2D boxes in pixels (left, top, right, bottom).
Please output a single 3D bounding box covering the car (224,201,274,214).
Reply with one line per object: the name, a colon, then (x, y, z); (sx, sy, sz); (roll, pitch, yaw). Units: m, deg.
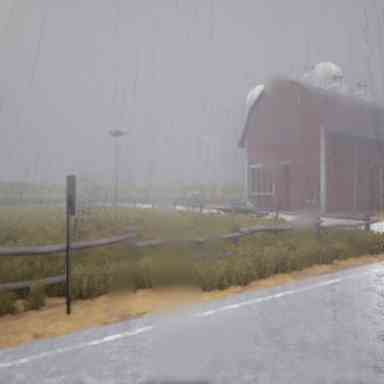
car: (4.742, 1.511, 28.180); (1.837, 1.490, 4.892); (0, 0, -37)
